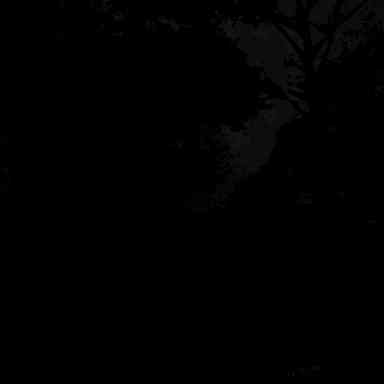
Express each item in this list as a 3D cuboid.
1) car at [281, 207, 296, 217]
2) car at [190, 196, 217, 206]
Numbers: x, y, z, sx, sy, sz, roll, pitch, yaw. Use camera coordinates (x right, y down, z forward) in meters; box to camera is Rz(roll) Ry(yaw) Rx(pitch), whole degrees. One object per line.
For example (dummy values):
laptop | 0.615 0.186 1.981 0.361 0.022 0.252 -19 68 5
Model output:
car | 6.582 1.359 29.203 5.008 1.535 1.882 1 0 40
car | 1.860 1.389 51.744 2.033 1.411 5.357 1 -1 36
